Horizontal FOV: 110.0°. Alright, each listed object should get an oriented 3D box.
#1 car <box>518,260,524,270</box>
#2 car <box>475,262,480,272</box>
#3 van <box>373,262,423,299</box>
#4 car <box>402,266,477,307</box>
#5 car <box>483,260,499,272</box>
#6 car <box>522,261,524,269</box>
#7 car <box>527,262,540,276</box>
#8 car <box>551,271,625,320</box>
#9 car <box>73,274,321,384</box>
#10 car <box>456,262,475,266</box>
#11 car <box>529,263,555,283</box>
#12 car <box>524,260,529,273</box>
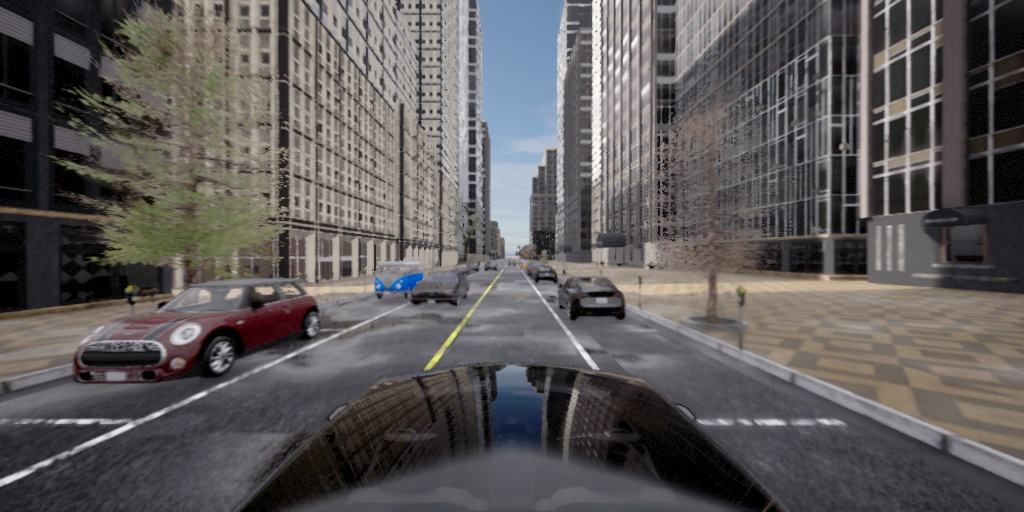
[{"bbox_3d":[2.361,1.525,59.378,1.801,1.575,5.366,0,0,0],"label":"car"},{"bbox_3d":[-5.684,1.589,52.279,1.948,1.339,4.313,0,0,0],"label":"car"},{"bbox_3d":[-5.690,1.179,18.431,1.690,1.789,3.998,0,0,0],"label":"van"},{"bbox_3d":[-3.049,1.376,16.298,2.033,1.411,5.357,0,0,1],"label":"car"},{"bbox_3d":[-3.049,1.534,53.056,1.837,1.490,4.892,0,0,0],"label":"car"},{"bbox_3d":[2.697,1.566,46.636,1.948,1.339,4.313,0,0,0],"label":"car"},{"bbox_3d":[2.694,1.521,35.351,1.802,1.307,4.207,0,0,0],"label":"car"},{"bbox_3d":[2.691,1.381,12.781,1.948,1.339,4.313,0,0,0],"label":"car"},{"bbox_3d":[-5.691,1.215,7.149,1.967,1.591,4.097,0,0,0],"label":"car"},{"bbox_3d":[-5.685,1.544,40.997,1.802,1.307,4.207,0,0,0],"label":"car"},{"bbox_3d":[2.694,1.474,29.709,1.948,1.339,4.313,0,0,0],"label":"car"},{"bbox_3d":[2.696,1.409,40.994,1.967,1.591,4.097,0,0,0],"label":"car"}]
